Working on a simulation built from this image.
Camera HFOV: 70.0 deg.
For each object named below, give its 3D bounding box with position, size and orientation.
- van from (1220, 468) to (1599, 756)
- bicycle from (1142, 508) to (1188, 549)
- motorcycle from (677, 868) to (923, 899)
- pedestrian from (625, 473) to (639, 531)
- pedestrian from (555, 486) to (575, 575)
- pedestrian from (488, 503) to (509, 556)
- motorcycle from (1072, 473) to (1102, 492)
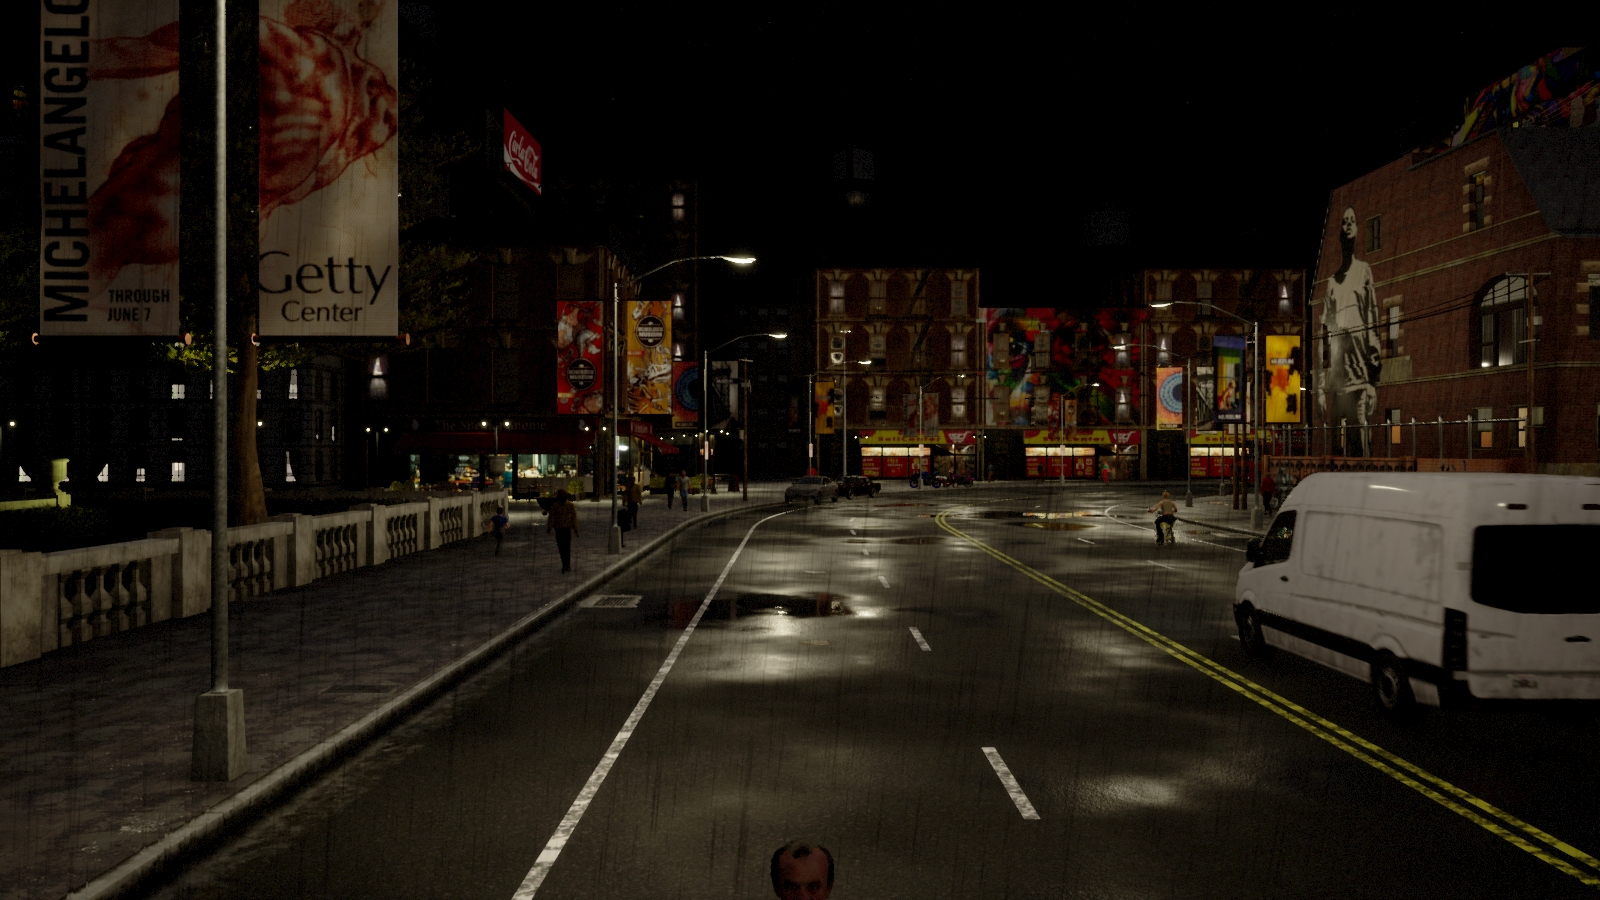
[{"bbox_3d":[7.032,1.534,13.479,1.988,2.561,5.915,0,0,0],"label":"van"},{"bbox_3d":[10.535,2.256,33.006,0.859,1.080,1.487,0,0,0],"label":"bicycle"},{"bbox_3d":[-0.002,2.182,3.374,0.856,1.236,1.805,0,0,0],"label":"motorcycle"},{"bbox_3d":[-5.491,1.696,37.371,0.375,1.860,0.375,0,0,6],"label":"pedestrian"},{"bbox_3d":[-4.981,1.696,24.203,0.375,1.860,0.375,0,0,-7],"label":"pedestrian"},{"bbox_3d":[-7.502,1.978,28.447,0.375,1.300,0.375,0,0,8],"label":"pedestrian"},{"bbox_3d":[19.321,2.182,76.948,1.805,1.236,0.856,1,1,-5],"label":"motorcycle"}]
